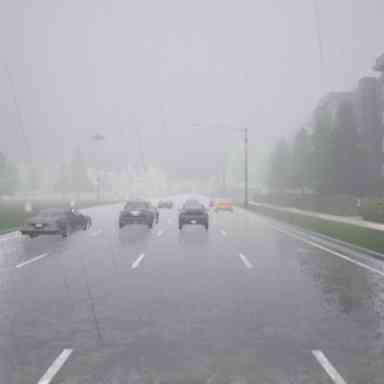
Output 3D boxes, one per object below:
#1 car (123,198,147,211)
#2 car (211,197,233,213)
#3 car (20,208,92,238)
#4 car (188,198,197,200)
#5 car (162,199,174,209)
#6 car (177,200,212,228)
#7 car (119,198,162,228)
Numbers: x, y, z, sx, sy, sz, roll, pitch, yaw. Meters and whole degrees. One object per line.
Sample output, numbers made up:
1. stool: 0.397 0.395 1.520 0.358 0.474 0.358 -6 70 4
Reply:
1. car: -6.973 1.484 41.022 2.128 1.511 4.902 0 0 1
2. car: 3.495 1.470 37.486 1.882 1.535 5.008 0 0 0
3. car: -6.903 1.544 17.503 2.033 1.411 5.357 0 0 0
4. car: 0.062 1.555 45.974 1.994 1.385 4.181 0 0 0
5. car: -3.449 1.592 44.153 1.895 1.301 4.718 0 0 0
6. car: 0.098 1.501 21.980 1.837 1.490 4.892 0 0 0
7. car: -3.404 1.348 22.095 2.097 1.767 4.553 0 0 0
